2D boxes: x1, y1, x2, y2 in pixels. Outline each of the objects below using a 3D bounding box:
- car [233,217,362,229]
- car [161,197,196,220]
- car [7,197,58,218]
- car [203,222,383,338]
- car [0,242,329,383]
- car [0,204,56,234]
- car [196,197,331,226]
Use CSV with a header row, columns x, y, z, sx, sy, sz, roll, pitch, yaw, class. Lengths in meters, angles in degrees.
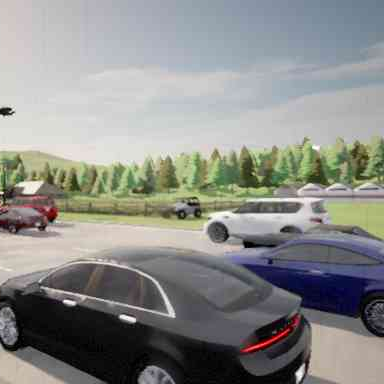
x,y,z,sx,sy,sz,roll,pitch,yaw,class
3.821,1.625,9.867,4.718,1.301,1.895,0,0,36,car
-0.774,1.346,28.288,1.905,1.878,3.866,0,0,36,car
-12.829,1.407,26.056,5.566,2.045,2.150,0,0,36,car
2.418,1.542,6.567,4.674,1.442,1.812,0,0,36,car
-0.923,1.530,4.652,4.892,1.490,1.837,-1,0,36,car
-10.593,1.672,20.142,4.674,1.442,1.812,0,0,35,car
3.184,1.271,14.621,5.566,2.045,2.150,0,0,36,car
